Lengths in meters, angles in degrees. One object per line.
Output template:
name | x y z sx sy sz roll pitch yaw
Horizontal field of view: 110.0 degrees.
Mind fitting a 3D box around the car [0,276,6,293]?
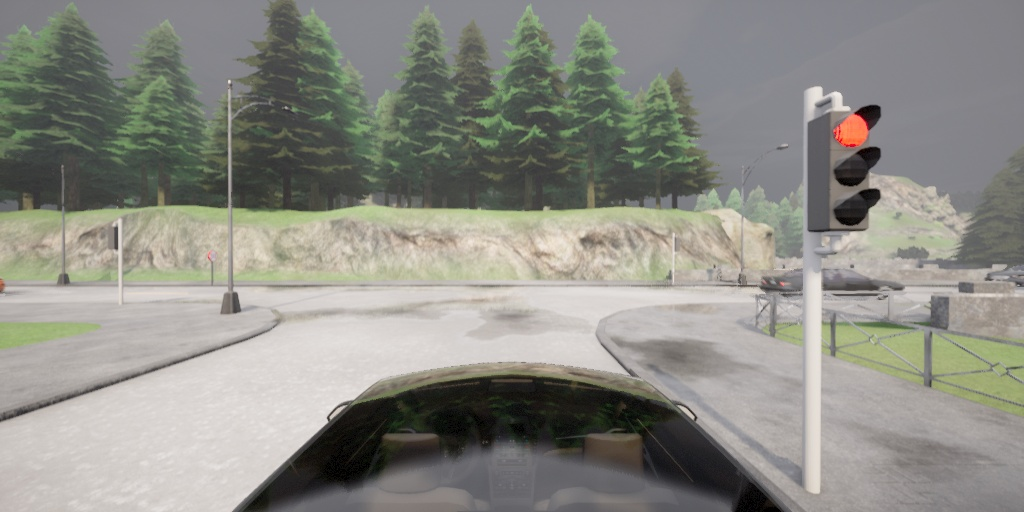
car | -25.976 0.964 16.016 4.553 1.767 2.097 0 0 0

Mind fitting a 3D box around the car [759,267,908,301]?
car | 14.173 1.224 16.047 5.357 1.411 2.033 0 0 0

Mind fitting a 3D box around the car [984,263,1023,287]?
car | 29.762 1.135 20.149 4.902 1.511 2.128 0 0 0
